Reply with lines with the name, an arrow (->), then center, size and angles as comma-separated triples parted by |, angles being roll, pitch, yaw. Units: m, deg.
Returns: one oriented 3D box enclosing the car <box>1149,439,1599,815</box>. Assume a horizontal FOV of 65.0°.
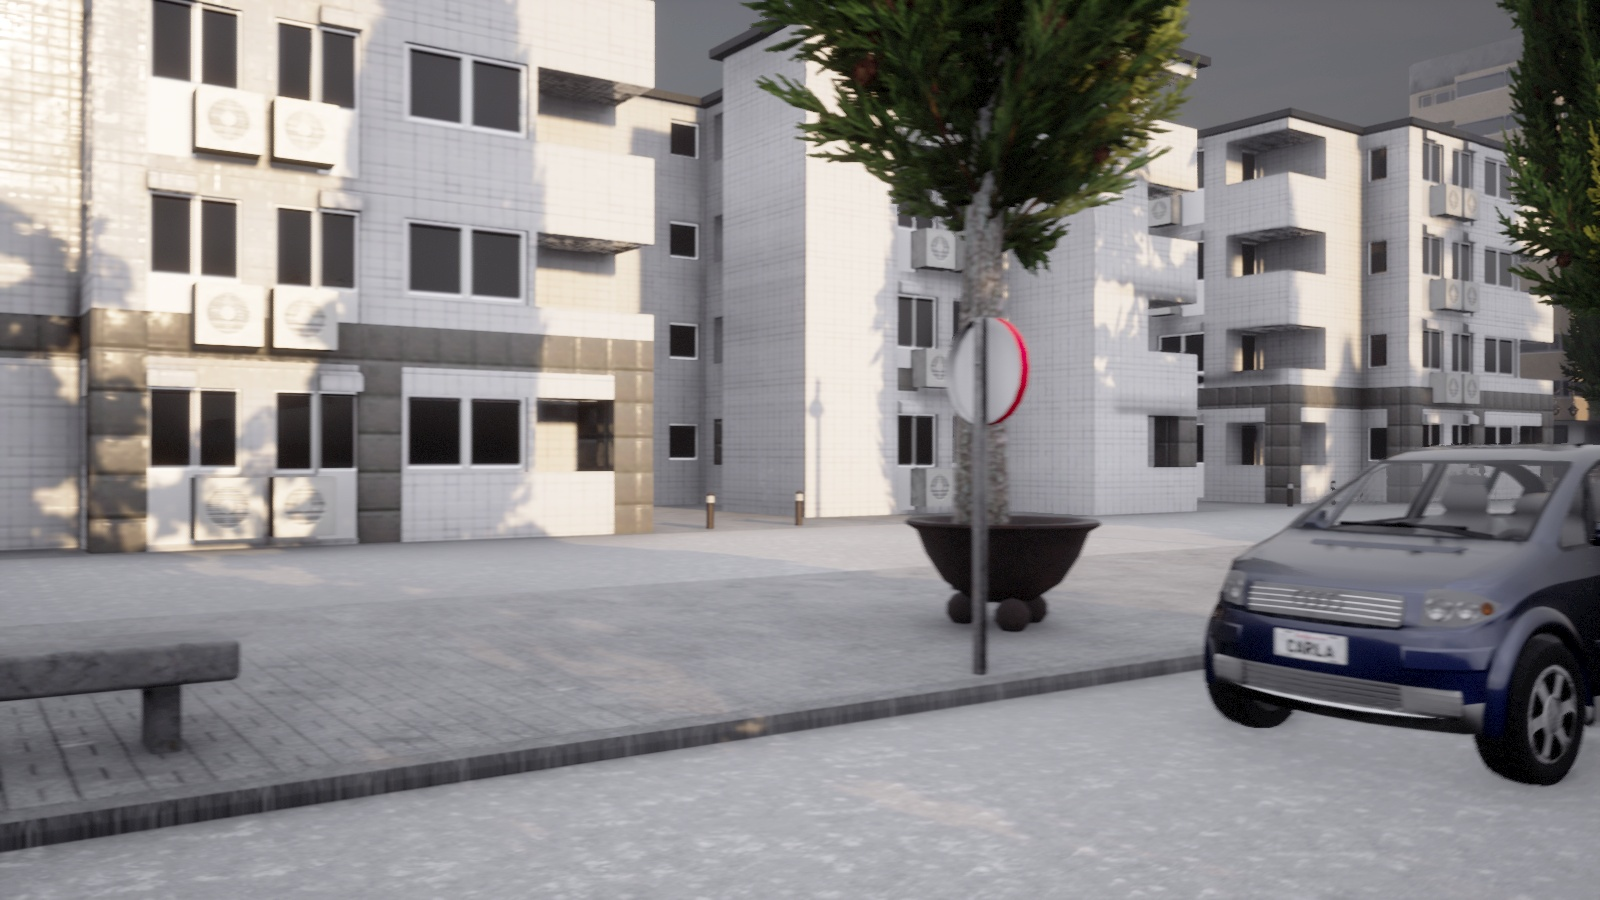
car -> 3.877, 0.732, 6.962 | 3.705, 1.549, 1.789 | 0, 0, -35
